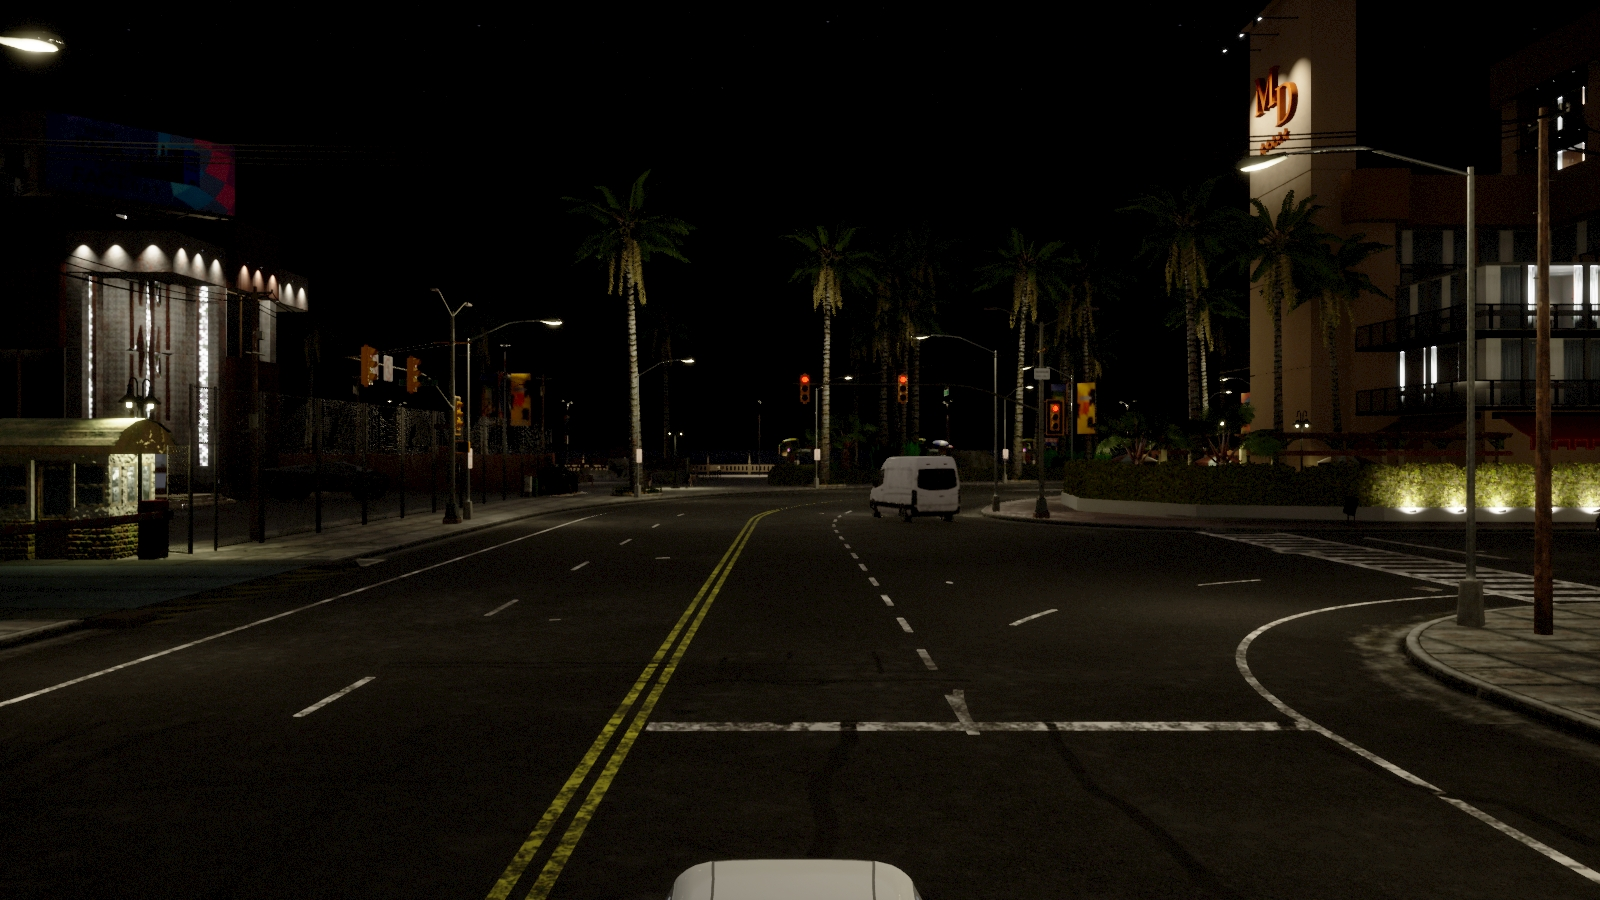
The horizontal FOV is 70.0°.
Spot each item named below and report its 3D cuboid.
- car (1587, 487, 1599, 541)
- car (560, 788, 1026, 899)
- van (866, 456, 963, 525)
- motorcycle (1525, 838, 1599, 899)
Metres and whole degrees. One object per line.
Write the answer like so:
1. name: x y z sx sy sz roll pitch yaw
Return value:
1. car: 27.253 1.992 34.866 5.027 1.651 2.152 0 0 -1
2. car: -0.022 2.120 3.707 1.481 1.376 2.207 0 0 0
3. van: 4.494 1.534 45.956 1.988 2.561 5.915 -1 0 -14
4. motorcycle: 3.471 2.213 3.817 0.803 1.145 2.033 0 0 0
